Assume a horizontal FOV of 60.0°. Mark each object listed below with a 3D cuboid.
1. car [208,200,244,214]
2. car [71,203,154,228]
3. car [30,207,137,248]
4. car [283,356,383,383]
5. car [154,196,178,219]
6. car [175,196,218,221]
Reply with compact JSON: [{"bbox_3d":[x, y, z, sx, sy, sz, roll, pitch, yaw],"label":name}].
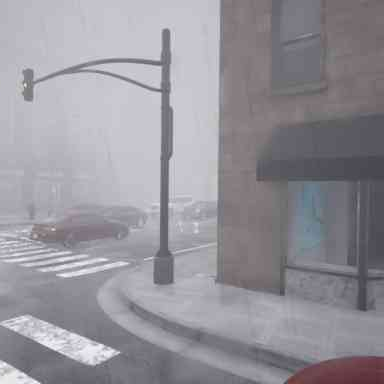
[{"bbox_3d":[4.221,1.730,39.995,2.128,1.511,4.902,1,0,36],"label":"car"},{"bbox_3d":[-4.961,1.615,21.529,1.837,1.490,4.892,1,0,35],"label":"car"},{"bbox_3d":[-5.046,1.646,15.470,1.812,1.442,4.674,1,0,36],"label":"car"},{"bbox_3d":[2.434,1.545,1.217,4.507,1.381,1.887,0,1,35],"label":"car"},{"bbox_3d":[-1.751,1.371,31.636,2.150,2.045,5.566,1,0,35],"label":"car"},{"bbox_3d":[0.943,1.550,29.810,2.097,1.767,4.553,1,0,36],"label":"car"}]
